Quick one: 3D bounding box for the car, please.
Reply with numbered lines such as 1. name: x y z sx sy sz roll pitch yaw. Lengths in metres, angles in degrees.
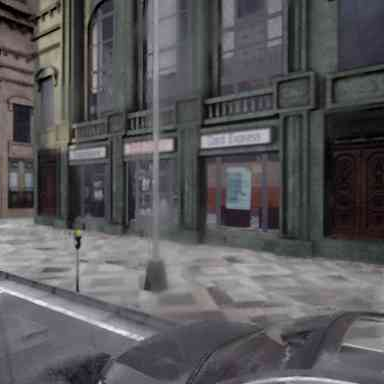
1. car: 1.163 1.550 2.138 4.403 1.369 2.008 0 0 35
